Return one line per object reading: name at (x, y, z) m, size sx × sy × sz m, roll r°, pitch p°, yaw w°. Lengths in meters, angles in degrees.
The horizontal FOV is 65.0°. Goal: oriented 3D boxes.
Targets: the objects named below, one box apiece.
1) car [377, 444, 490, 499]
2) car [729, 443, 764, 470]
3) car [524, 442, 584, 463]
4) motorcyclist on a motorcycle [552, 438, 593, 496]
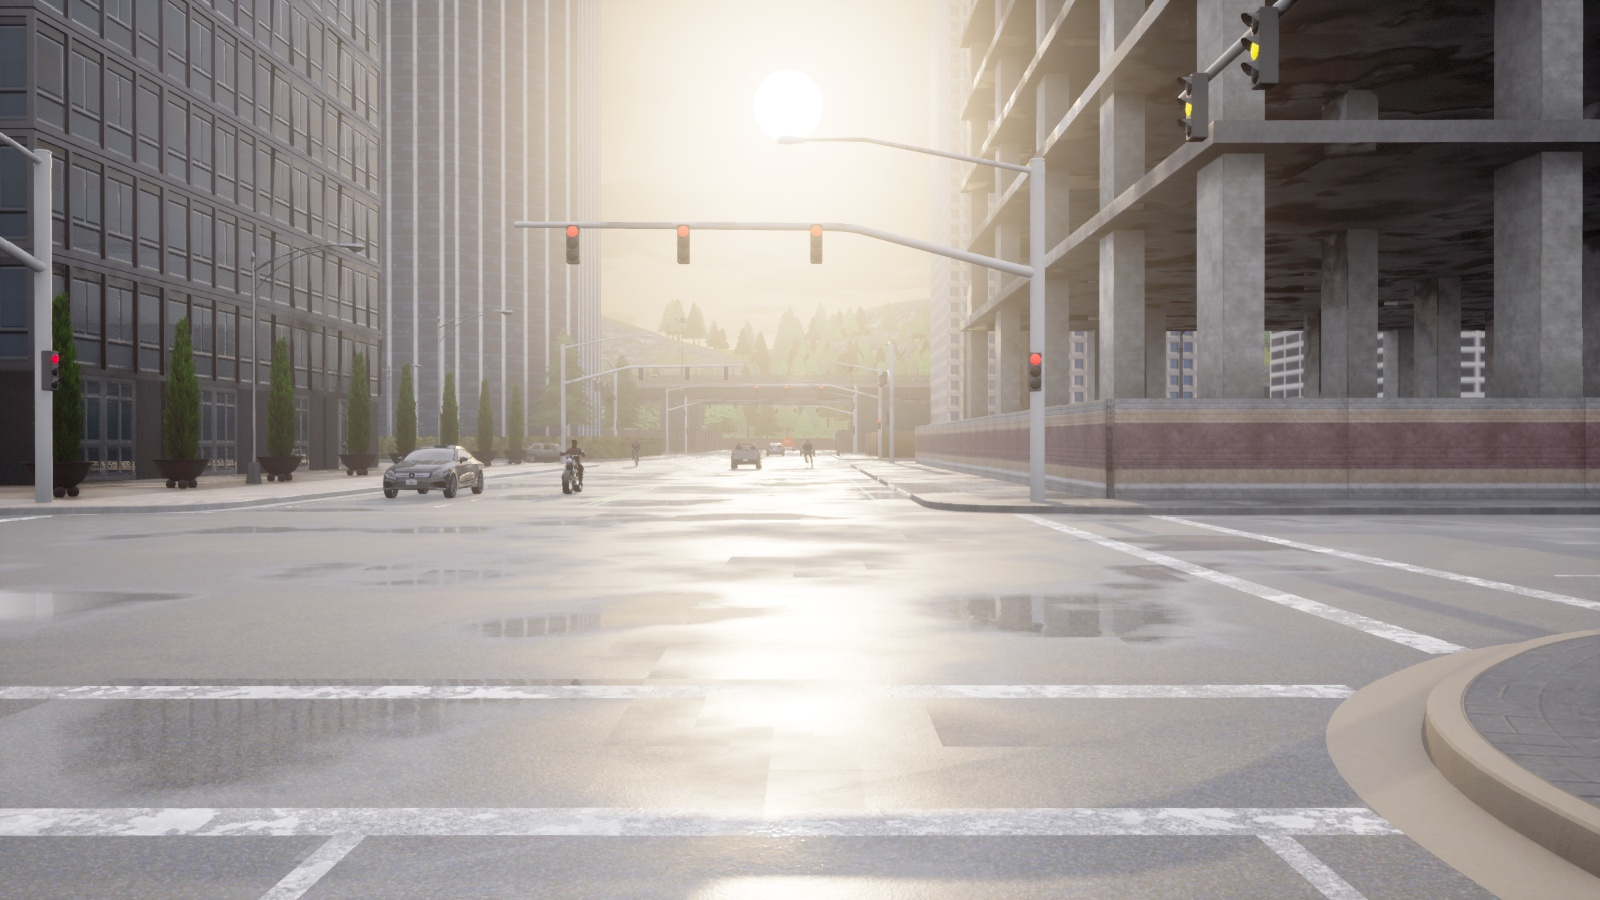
car at (-10.276, 0.563, 35.566) m, size 1.812 × 1.442 × 4.674 m, roll 0°, pitch 0°, yaw 0°
car at (-3.061, 0.351, 72.112) m, size 1.845 × 1.501 × 3.633 m, roll 0°, pitch 0°, yaw 0°
car at (-17.381, 0.196, 88.926) m, size 3.806 × 1.475 × 1.970 m, roll 0°, pitch 0°, yaw 3°
motorcyclist on a motorcycle at (-6.765, 0.480, 37.403) m, size 0.766 × 1.649 × 2.350 m, roll 0°, pitch 0°, yaw 0°
